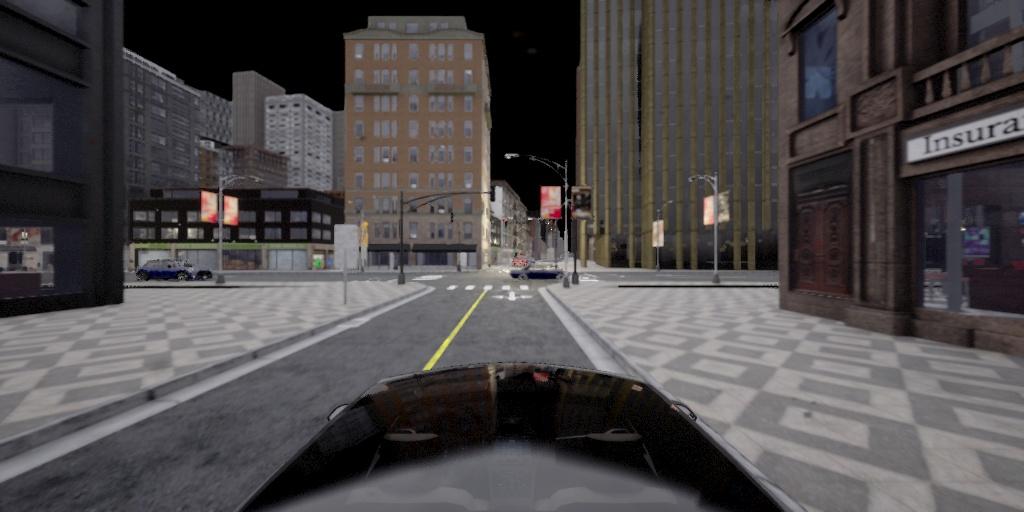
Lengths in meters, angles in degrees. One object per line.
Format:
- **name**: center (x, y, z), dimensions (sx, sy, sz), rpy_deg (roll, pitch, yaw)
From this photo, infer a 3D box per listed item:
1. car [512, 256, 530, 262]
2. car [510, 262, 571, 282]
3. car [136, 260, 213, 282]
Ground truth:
- **car**: center (1.465, 0.955, 64.695), dimensions (2.150, 2.045, 5.566), rpy_deg (0, 0, 10)
- **car**: center (2.178, 1.325, 27.840), dimensions (4.718, 1.301, 1.895), rpy_deg (0, 0, 0)
- **car**: center (-25.973, 1.083, 27.736), dimensions (4.553, 1.767, 2.097), rpy_deg (0, 0, 0)
